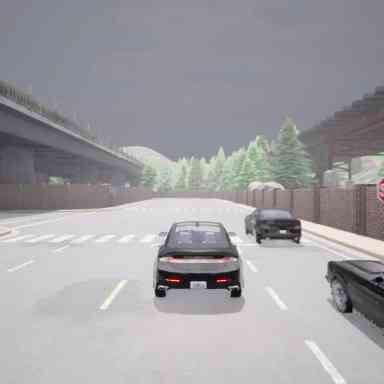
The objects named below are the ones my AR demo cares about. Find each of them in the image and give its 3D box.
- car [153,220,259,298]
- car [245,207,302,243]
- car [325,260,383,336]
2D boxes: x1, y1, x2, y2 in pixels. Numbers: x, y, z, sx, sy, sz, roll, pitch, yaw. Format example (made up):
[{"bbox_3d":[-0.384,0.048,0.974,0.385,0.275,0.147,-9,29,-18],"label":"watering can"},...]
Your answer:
[{"bbox_3d":[0.144,1.492,8.526,2.128,1.511,4.902,0,0,1],"label":"car"},{"bbox_3d":[3.737,1.478,16.013,1.882,1.535,5.008,0,0,1],"label":"car"},{"bbox_3d":[3.612,1.601,4.639,1.895,1.301,4.718,0,0,0],"label":"car"}]
